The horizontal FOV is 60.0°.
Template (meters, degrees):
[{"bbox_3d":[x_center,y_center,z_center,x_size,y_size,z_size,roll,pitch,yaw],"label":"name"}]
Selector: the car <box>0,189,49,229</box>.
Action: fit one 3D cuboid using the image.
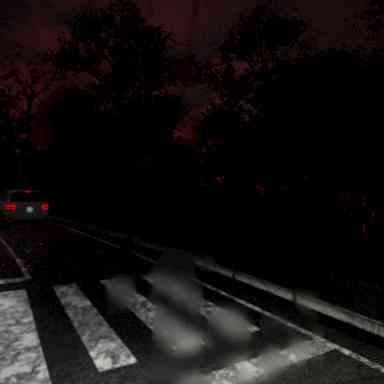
[{"bbox_3d":[-9.686,0.842,18.556,2.150,2.045,5.566,1,1,-38],"label":"car"}]
